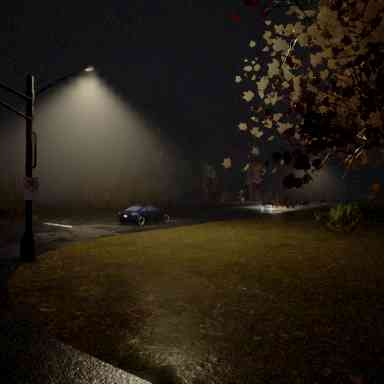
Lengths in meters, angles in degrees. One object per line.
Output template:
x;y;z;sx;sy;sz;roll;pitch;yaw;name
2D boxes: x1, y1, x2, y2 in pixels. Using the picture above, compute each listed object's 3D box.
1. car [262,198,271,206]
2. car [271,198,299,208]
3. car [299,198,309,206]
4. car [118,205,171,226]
13.312;1.696;55.685;1.895;1.301;4.718;1;0;32;car
14.147;1.612;50.424;1.882;1.535;5.008;1;0;33;car
19.406;1.766;58.815;1.895;1.301;4.718;1;0;31;car
-3.413;1.631;24.553;1.994;1.385;4.181;1;0;35;car
